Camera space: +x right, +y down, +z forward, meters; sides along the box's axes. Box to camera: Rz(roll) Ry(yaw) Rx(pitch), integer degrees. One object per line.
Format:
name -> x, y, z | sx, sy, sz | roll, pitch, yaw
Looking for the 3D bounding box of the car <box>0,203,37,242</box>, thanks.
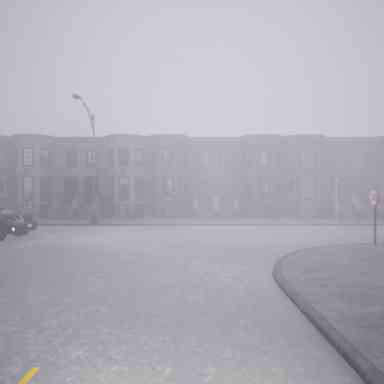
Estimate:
car -> -10.346, 1.213, 15.714 | 5.566, 2.045, 2.150 | 0, 0, 2
